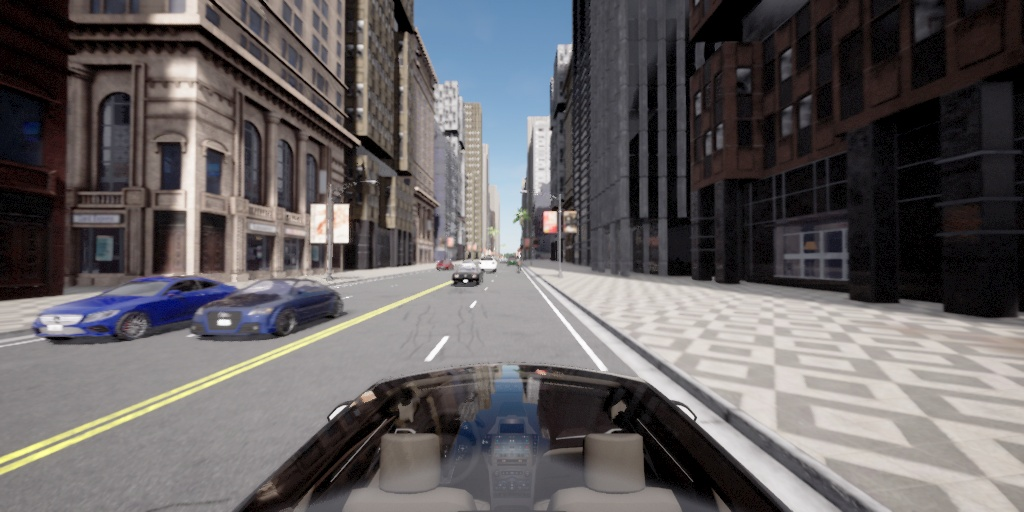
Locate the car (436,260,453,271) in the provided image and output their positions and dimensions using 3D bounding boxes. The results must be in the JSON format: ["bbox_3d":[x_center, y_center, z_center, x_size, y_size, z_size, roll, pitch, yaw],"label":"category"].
[{"bbox_3d":[-9.787,1.342,52.593,1.882,1.535,5.008,0,0,0],"label":"car"}]

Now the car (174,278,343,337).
[{"bbox_3d":[-6.593,1.336,10.203,1.994,1.385,4.181,0,0,0],"label":"car"}]

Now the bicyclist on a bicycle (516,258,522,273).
[{"bbox_3d":[0.918,1.298,43.125,0.582,1.620,1.656,0,-1,0],"label":"bicyclist on a bicycle"}]

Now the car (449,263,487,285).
[{"bbox_3d":[-3.136,1.412,26.497,1.895,1.301,4.718,0,0,0],"label":"car"}]

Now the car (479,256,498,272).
[{"bbox_3d":[-3.125,1.075,47.284,2.150,2.045,5.566,0,0,0],"label":"car"}]

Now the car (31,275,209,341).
[{"bbox_3d":[-9.846,1.298,10.056,1.812,1.442,4.674,0,0,0],"label":"car"}]

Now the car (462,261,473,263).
[{"bbox_3d":[-6.536,1.389,52.567,1.812,1.442,4.674,0,0,0],"label":"car"}]
